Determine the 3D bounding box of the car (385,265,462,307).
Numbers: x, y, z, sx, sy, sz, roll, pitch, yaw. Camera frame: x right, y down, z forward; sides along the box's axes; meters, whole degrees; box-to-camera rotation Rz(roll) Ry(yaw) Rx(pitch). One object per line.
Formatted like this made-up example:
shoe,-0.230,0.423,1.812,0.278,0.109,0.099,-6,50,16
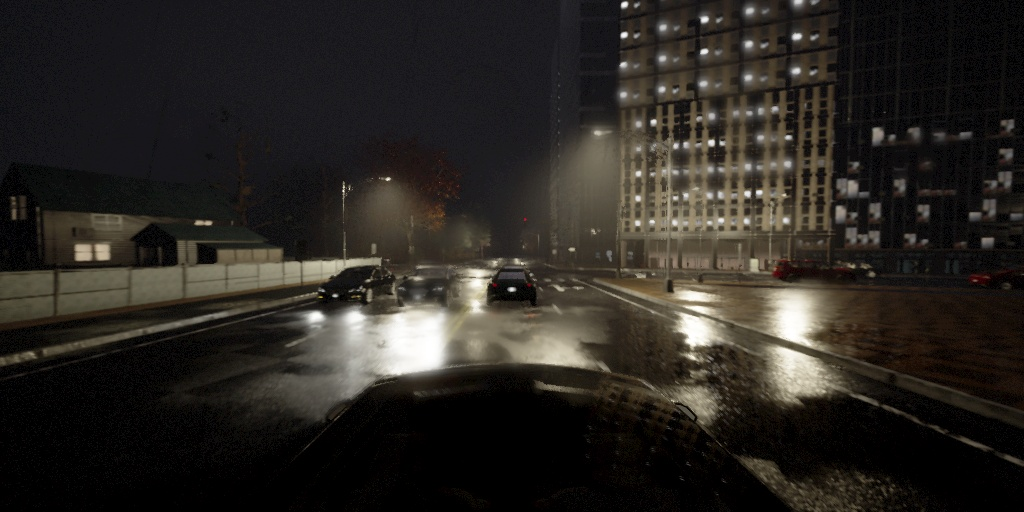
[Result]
car,-3.254,1.148,14.866,2.128,1.511,4.902,0,0,0

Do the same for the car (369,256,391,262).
car,-18.786,0.730,48.722,4.902,1.511,2.128,1,2,21

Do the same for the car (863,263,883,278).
car,31.054,1.248,33.052,4.403,1.370,2.007,0,0,20

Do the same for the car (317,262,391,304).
car,-6.497,1.198,15.599,1.837,1.490,4.892,0,0,0

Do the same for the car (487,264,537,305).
car,-0.002,1.214,15.404,1.994,1.385,4.181,0,0,0

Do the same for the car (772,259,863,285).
car,23.020,1.211,27.607,5.009,1.841,2.192,0,0,20

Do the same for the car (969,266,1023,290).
car,33.665,1.559,23.707,4.507,1.381,1.888,0,0,20
